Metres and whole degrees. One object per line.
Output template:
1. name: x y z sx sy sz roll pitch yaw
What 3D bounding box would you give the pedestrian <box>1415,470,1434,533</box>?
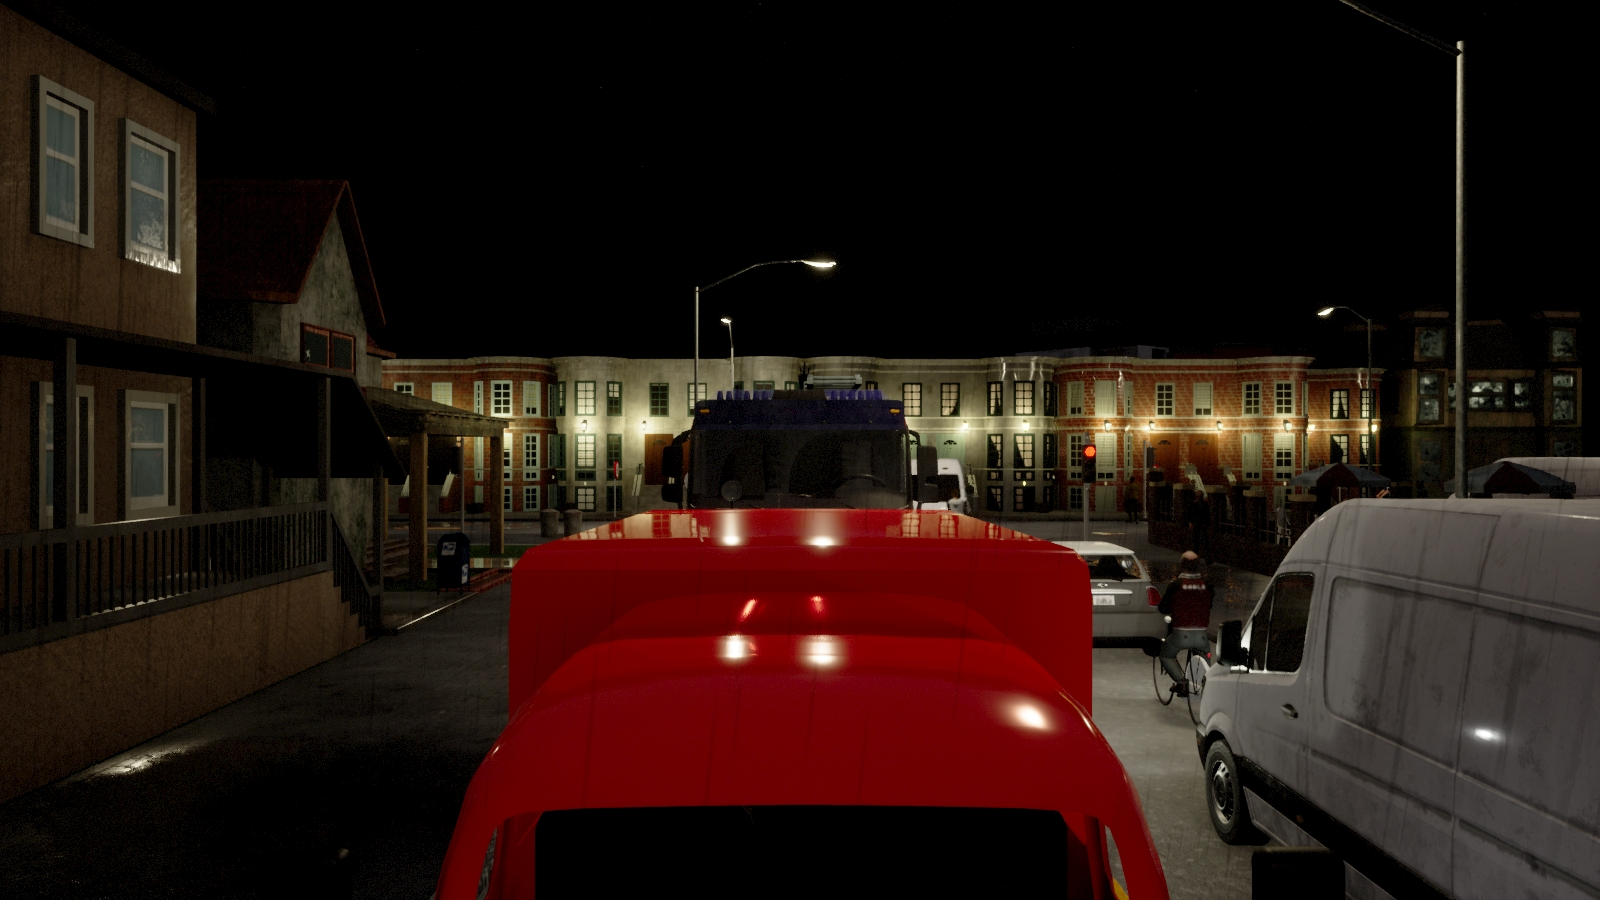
1. pedestrian: 18.717 1.531 34.253 0.375 1.860 0.375 0 0 0

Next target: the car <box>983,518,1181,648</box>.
1. car: 3.996 1.852 16.834 1.970 1.475 3.806 0 0 0

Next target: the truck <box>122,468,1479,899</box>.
1. truck: -0.002 1.351 4.813 2.627 2.467 5.204 0 0 0

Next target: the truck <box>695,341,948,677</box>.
1. truck: 0.275 0.678 17.256 2.891 3.827 8.468 0 0 0

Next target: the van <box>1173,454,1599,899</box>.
1. van: 4.008 1.318 6.282 1.988 2.561 5.915 0 0 0

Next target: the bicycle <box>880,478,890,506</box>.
1. bicycle: 4.005 1.963 53.762 0.329 1.271 1.835 0 0 0

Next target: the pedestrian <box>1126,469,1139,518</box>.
1. pedestrian: 12.568 1.647 43.210 0.375 1.860 0.375 0 0 -3

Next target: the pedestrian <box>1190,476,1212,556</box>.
1. pedestrian: 9.353 1.529 26.638 0.375 1.860 0.375 0 0 0

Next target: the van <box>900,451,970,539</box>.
1. van: 4.373 1.329 36.363 1.988 2.561 5.915 0 0 9
